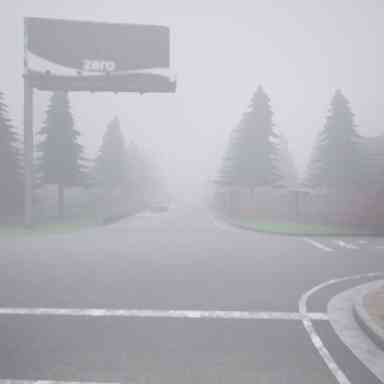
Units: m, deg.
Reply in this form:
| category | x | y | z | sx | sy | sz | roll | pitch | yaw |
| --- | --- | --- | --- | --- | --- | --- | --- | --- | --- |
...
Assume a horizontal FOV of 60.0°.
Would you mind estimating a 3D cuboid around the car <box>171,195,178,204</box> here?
| category | x | y | z | sx | sy | sz | roll | pitch | yaw |
| --- | --- | --- | --- | --- | --- | --- | --- | --- | --- |
| car | -3.505 | 1.377 | 60.882 | 2.128 | 1.511 | 4.902 | 0 | 0 | 0 |

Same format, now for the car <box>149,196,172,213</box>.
| category | x | y | z | sx | sy | sz | roll | pitch | yaw |
| --- | --- | --- | --- | --- | --- | --- | --- | --- | --- |
| car | -3.503 | 1.522 | 36.390 | 1.837 | 1.490 | 4.892 | 0 | 0 | 0 |
